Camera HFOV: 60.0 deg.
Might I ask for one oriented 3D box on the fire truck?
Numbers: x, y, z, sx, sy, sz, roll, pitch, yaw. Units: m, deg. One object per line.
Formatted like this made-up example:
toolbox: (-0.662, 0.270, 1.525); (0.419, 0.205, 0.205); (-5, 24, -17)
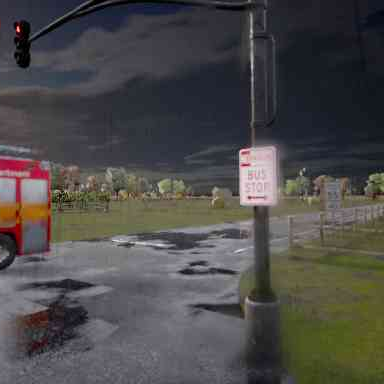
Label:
fire truck: (-8.185, 0.429, 8.477); (2.891, 3.827, 8.468); (-1, -2, 36)
